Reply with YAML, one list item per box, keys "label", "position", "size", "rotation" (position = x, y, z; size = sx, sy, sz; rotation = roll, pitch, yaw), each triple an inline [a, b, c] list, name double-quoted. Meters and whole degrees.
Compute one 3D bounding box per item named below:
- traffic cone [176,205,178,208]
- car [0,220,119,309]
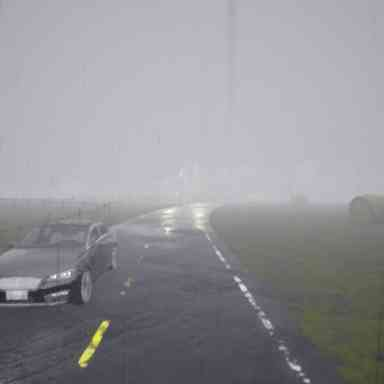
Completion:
- label: "traffic cone"
  position: [-2.149, 1.930, 47.796]
  size: [0.340, 0.580, 0.340]
  rotation: [0, 0, 10]
- label: "car"
  position: [-3.055, 1.487, 8.103]
  size: [2.128, 1.511, 4.902]
  rotation: [0, 0, -2]
